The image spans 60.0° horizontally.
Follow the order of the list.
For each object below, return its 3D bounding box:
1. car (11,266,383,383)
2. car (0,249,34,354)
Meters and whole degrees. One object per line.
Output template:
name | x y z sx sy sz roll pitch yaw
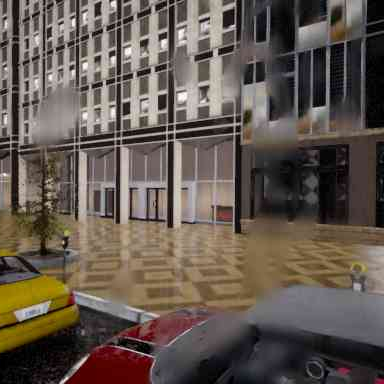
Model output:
car | 0.810 1.440 2.287 4.097 1.590 1.967 0 1 36
car | -3.955 1.524 5.687 4.829 1.417 1.752 0 1 36
